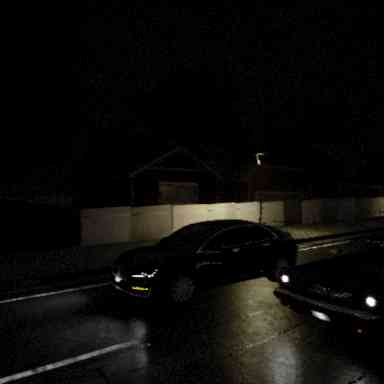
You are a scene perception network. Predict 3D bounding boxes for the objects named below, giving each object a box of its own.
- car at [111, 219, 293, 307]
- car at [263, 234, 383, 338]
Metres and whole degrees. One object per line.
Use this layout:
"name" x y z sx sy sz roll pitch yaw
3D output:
"car" 0.506 1.467 8.013 4.892 1.490 1.837 -1 0 -35
"car" 3.755 1.550 6.328 4.718 1.301 1.895 -1 0 -35
